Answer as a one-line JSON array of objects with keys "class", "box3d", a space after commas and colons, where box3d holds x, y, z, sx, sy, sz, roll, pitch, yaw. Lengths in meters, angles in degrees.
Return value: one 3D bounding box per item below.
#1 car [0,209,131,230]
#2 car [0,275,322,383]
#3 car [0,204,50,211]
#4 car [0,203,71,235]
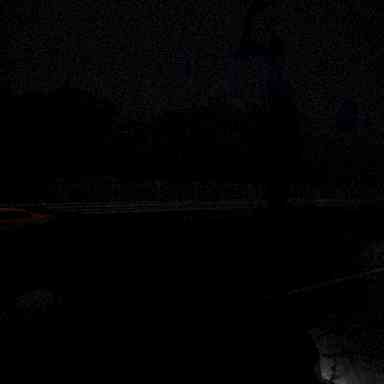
[{"class": "car", "box3d": [-4.987, 1.542, 13.209, 5.357, 1.411, 2.033, 0, 0, -35]}, {"class": "car", "box3d": [-0.667, 1.562, 3.184, 4.181, 1.385, 1.994, 0, 0, -35]}, {"class": "car", "box3d": [-8.658, 1.470, 14.923, 5.008, 1.535, 1.882, 0, 0, -35]}, {"class": "car", "box3d": [-9.570, 1.469, 18.547, 5.008, 1.535, 1.882, 0, 0, -35]}]
